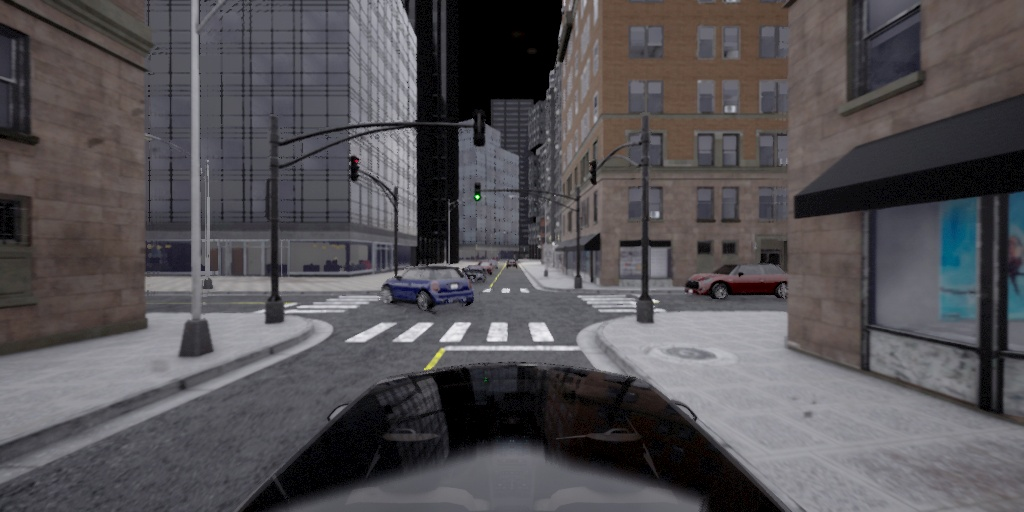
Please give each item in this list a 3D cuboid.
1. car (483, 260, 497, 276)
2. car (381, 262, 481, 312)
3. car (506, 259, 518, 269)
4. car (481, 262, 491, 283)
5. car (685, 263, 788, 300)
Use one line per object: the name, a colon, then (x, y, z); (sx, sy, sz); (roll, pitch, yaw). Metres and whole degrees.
car: (-3.080, 1.354, 40.337); (1.882, 1.535, 5.008); (0, 0, 0)
car: (-3.696, 1.195, 15.173); (2.097, 1.767, 4.553); (-1, 0, -44)
car: (0.010, 1.302, 59.121); (1.837, 1.490, 4.892); (0, 0, 0)
car: (-3.092, 1.447, 29.357); (1.994, 1.385, 4.181); (0, 0, 0)
car: (10.949, 1.131, 17.506); (4.553, 1.767, 2.097); (0, 0, -1)
